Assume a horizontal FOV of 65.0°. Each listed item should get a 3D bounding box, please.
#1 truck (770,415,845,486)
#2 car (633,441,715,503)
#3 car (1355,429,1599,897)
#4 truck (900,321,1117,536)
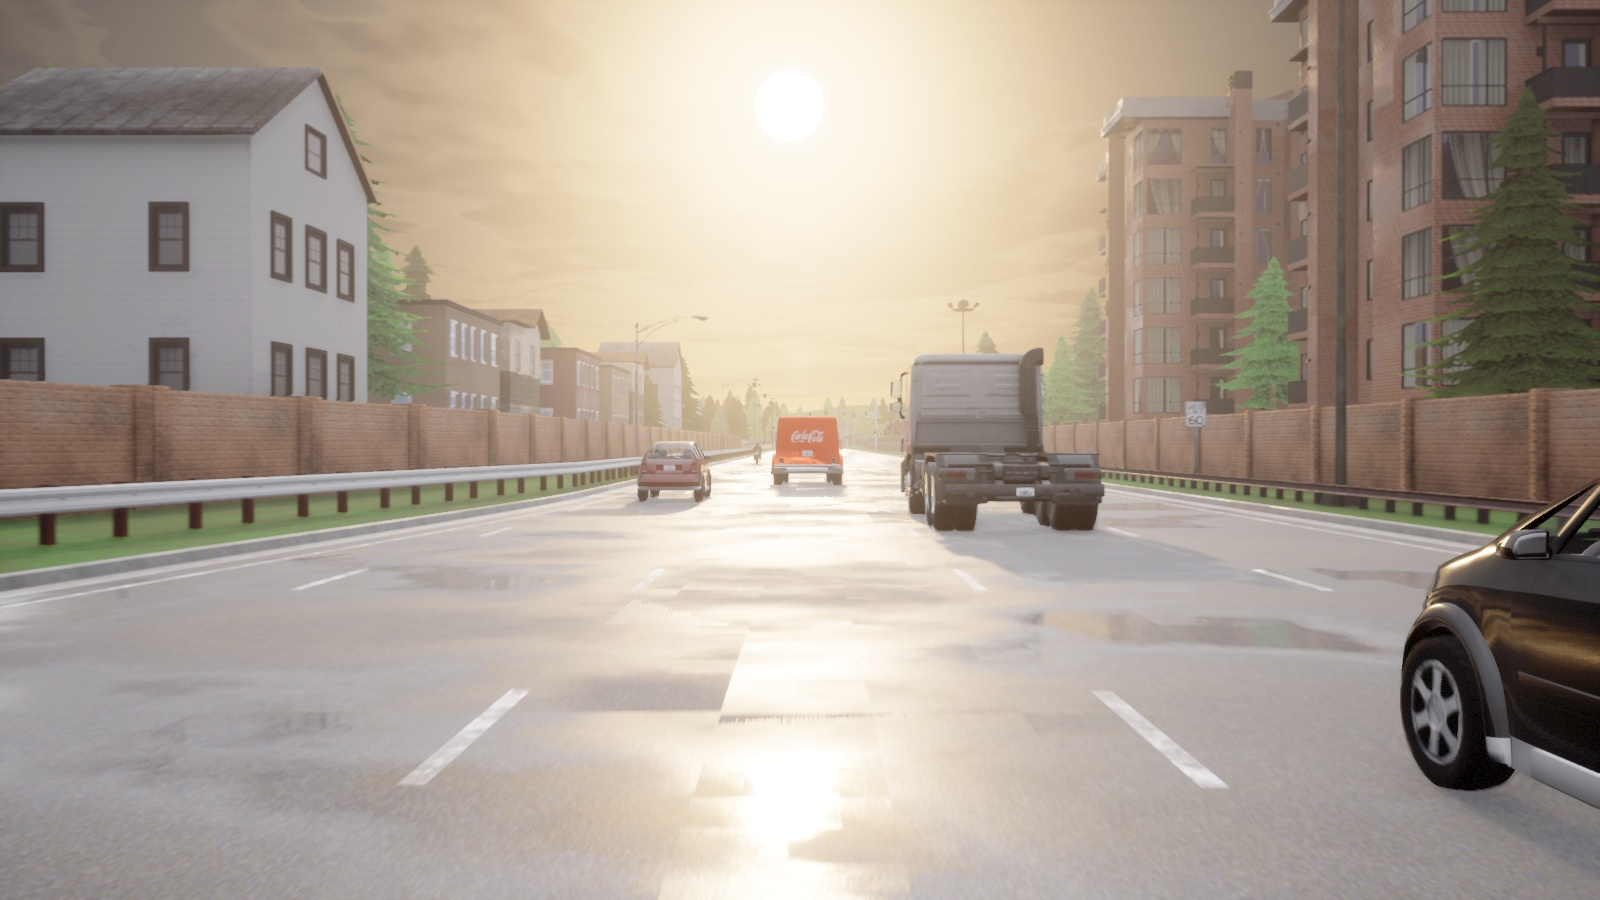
[{"bbox_3d":[0.283,0.000,46.646,2.627,2.467,5.204,0,0,0],"label":"truck"},{"bbox_3d":[-3.293,0.536,33.438,1.789,1.549,3.705,0,0,0],"label":"car"},{"bbox_3d":[3.539,0.705,4.150,1.789,1.549,3.705,0,0,0],"label":"car"},{"bbox_3d":[3.654,-0.367,24.118,2.891,3.462,7.936,0,0,0],"label":"truck"}]
